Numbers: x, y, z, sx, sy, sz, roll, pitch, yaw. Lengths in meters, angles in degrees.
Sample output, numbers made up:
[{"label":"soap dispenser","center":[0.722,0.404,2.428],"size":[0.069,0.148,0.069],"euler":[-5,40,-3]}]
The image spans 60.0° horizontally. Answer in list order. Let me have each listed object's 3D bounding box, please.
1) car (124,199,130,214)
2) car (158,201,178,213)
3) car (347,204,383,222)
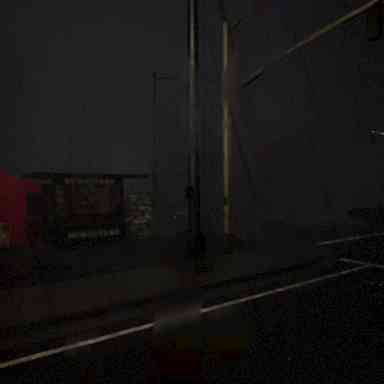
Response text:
[{"label":"car","center":[-6.960,1.561,38.687],"size":[2.097,1.767,4.553],"euler":[-1,0,-36]},{"label":"car","center":[-3.479,1.724,39.848],"size":[1.994,1.385,4.181],"euler":[-1,0,-36]},{"label":"car","center":[13.164,1.443,22.619],"size":[1.895,1.301,4.718],"euler":[-1,0,-31]}]
